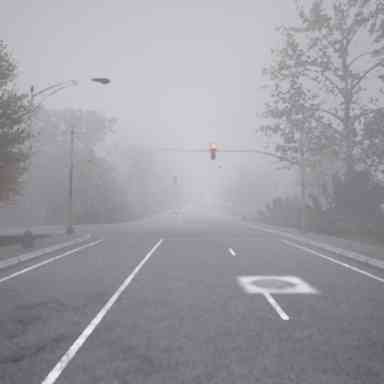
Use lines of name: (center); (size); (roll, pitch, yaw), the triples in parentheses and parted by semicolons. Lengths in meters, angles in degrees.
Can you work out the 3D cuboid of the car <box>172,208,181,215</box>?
car: (-3.366, 4.382, 74.819); (2.128, 1.511, 4.902); (0, -1, 1)
